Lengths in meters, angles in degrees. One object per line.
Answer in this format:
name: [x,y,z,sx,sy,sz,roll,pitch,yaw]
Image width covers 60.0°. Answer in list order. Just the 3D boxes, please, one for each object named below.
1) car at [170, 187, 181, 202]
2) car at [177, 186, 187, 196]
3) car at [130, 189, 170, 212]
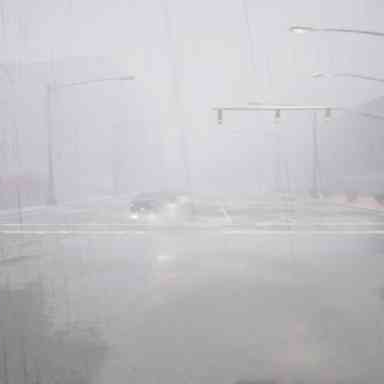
car: [-2.705,0.397,35.982,1.895,1.301,4.718,0,1,4]
car: [-1.883,-0.190,54.198,2.128,1.511,4.902,0,1,3]
car: [-3.201,0.665,24.861,2.033,1.411,5.357,0,2,3]
